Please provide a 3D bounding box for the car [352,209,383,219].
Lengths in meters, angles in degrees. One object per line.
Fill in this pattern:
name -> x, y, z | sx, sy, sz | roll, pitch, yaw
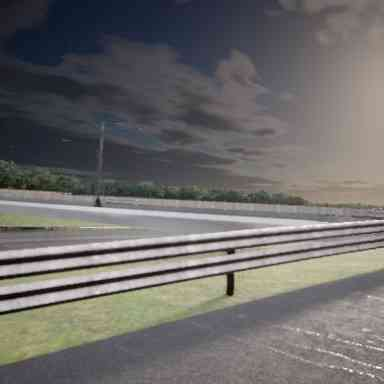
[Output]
car -> 18.838, 2.367, 32.932 | 5.357, 1.411, 2.033 | 2, -2, 13

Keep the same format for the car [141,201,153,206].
car -> -8.620, 1.591, 50.828 | 5.357, 1.411, 2.033 | 2, -2, 30

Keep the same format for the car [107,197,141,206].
car -> -10.161, 1.396, 47.691 | 4.674, 1.442, 1.812 | 2, -2, 30
